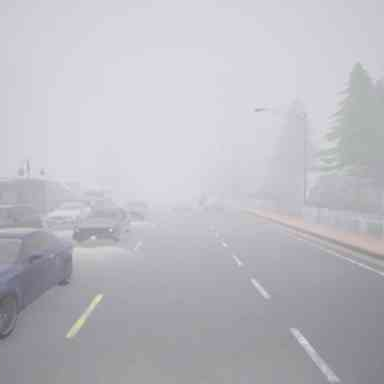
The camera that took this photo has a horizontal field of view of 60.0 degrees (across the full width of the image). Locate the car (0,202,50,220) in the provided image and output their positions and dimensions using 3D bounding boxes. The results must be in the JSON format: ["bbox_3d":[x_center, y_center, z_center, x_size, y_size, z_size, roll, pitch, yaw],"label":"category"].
[{"bbox_3d":[-7.505,1.306,12.735,2.097,1.767,4.553,0,0,-2],"label":"car"}]

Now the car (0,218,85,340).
[{"bbox_3d":[-3.766,1.501,6.580,1.812,1.442,4.674,0,0,-2],"label":"car"}]

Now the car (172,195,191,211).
[{"bbox_3d":[-1.144,1.256,35.681,1.812,1.442,4.674,0,1,-2],"label":"car"}]

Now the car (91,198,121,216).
[{"bbox_3d":[-8.131,1.339,31.815,1.812,1.442,4.674,0,1,-2],"label":"car"}]

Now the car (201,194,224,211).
[{"bbox_3d":[2.340,1.227,36.262,1.812,1.442,4.674,0,1,-2],"label":"car"}]

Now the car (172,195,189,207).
[{"bbox_3d":[-1.528,1.151,45.190,2.128,1.511,4.902,0,0,-2],"label":"car"}]

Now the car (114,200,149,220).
[{"bbox_3d":[-4.467,1.373,26.447,2.033,1.411,5.357,0,0,-2],"label":"car"}]

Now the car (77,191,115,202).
[{"bbox_3d":[-7.912,0.785,27.111,2.150,2.045,5.566,0,1,-2],"label":"car"}]

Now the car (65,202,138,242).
[{"bbox_3d":[-4.121,1.451,16.141,2.033,1.411,5.357,0,0,-3],"label":"car"}]

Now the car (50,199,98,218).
[{"bbox_3d":[-7.798,1.413,21.588,1.812,1.442,4.674,0,0,-2],"label":"car"}]

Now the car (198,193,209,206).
[{"bbox_3d":[1.931,0.973,46.917,2.097,1.767,4.553,0,0,-2],"label":"car"}]
